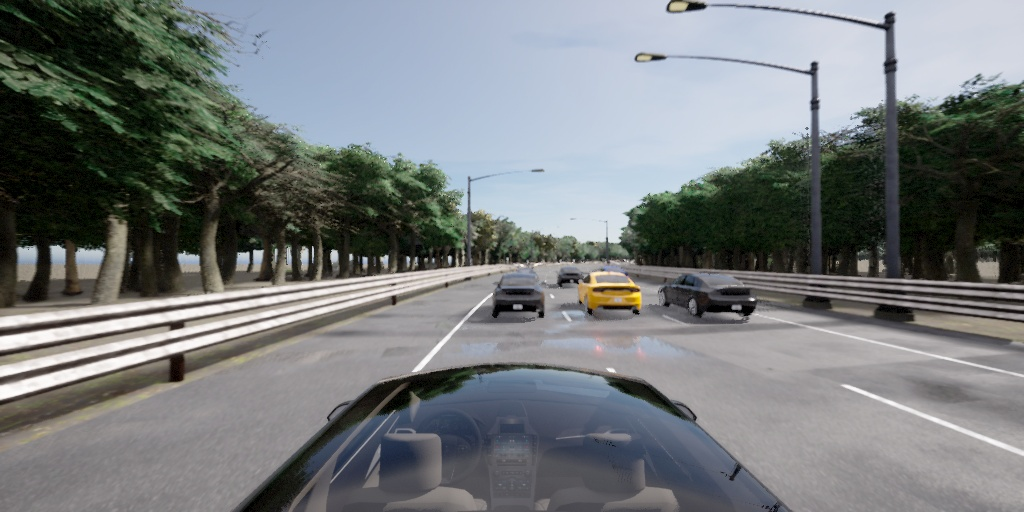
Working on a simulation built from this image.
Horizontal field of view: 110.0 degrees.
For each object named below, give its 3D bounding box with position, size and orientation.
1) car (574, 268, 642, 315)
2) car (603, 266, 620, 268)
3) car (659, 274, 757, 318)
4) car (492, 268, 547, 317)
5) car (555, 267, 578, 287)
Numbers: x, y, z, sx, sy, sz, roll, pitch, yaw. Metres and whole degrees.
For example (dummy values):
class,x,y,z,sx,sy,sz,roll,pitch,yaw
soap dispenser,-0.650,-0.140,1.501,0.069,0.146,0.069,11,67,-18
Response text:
class,x,y,z,sx,sy,sz,roll,pitch,yaw
car,3.828,1.400,14.695,1.882,1.535,5.008,0,-1,5
car,8.176,1.597,29.704,1.882,1.535,5.008,0,0,5
car,7.299,1.421,13.894,1.837,1.490,4.892,0,0,3
car,0.298,1.417,14.007,1.837,1.490,4.892,0,0,3
car,4.583,1.610,28.727,1.837,1.490,4.892,0,0,5
